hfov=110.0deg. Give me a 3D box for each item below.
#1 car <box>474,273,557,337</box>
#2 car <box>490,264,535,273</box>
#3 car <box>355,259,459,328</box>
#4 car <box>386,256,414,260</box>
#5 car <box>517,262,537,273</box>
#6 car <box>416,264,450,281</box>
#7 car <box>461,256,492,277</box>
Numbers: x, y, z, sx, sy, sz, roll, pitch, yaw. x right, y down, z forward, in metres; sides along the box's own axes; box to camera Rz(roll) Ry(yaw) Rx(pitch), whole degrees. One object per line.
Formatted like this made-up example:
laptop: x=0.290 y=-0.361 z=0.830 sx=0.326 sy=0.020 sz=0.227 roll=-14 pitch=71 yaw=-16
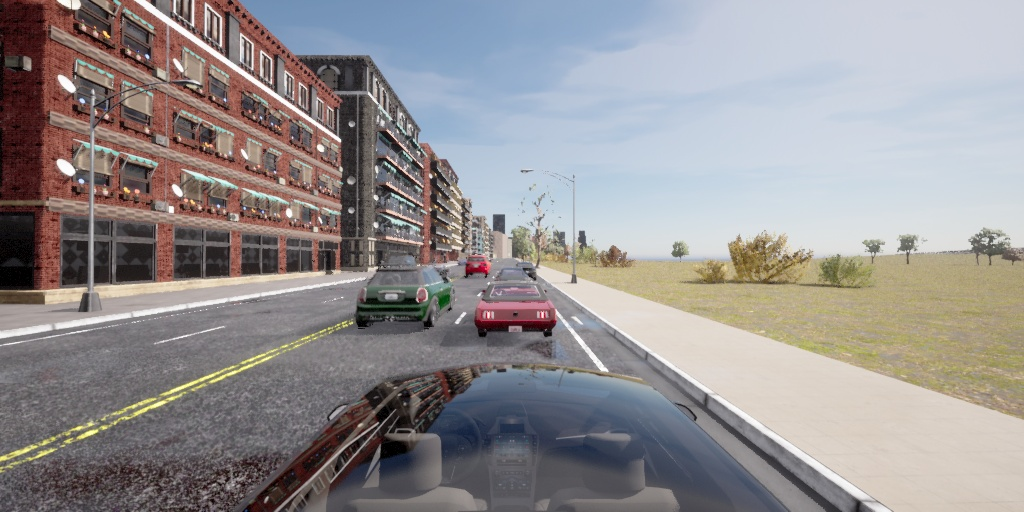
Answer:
car: x=0.074 y=1.352 z=10.258 sx=1.895 sy=1.301 sz=4.718 roll=0 pitch=0 yaw=0
car: x=0.033 y=1.317 z=20.288 sx=1.994 sy=1.385 sz=4.181 roll=0 pitch=0 yaw=0
car: x=-3.182 y=1.103 z=11.553 sx=2.097 sy=1.767 sz=4.553 roll=0 pitch=0 yaw=0
car: x=-9.943 y=0.975 z=31.346 sx=2.150 sy=2.045 sz=5.566 roll=0 pitch=0 yaw=0
car: x=1.048 y=1.259 z=30.282 sx=1.837 sy=1.490 sz=4.892 roll=0 pitch=0 yaw=0
car: x=-6.692 y=1.354 z=30.895 sx=1.895 sy=1.301 sz=4.718 roll=0 pitch=0 yaw=0
car: x=-3.254 y=0.977 z=35.047 sx=2.150 sy=2.045 sz=5.566 roll=0 pitch=0 yaw=0
